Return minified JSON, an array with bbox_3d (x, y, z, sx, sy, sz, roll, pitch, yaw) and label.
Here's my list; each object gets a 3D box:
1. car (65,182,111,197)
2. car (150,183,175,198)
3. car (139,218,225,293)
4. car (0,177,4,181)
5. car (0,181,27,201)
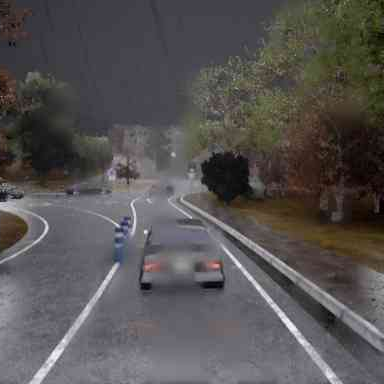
[{"bbox_3d":[-11.452,-0.332,36.773,4.892,1.490,1.837,-2,6,-22],"label":"car"},{"bbox_3d":[-3.110,-0.279,35.994,2.128,1.511,4.902,1,5,9],"label":"car"},{"bbox_3d":[-0.350,1.415,8.819,2.033,1.411,5.357,0,2,-4],"label":"car"},{"bbox_3d":[-36.013,-2.194,59.407,1.812,1.442,4.674,2,4,20],"label":"car"},{"bbox_3d":[-18.529,0.044,31.962,4.892,1.490,1.837,0,6,1],"label":"car"}]
